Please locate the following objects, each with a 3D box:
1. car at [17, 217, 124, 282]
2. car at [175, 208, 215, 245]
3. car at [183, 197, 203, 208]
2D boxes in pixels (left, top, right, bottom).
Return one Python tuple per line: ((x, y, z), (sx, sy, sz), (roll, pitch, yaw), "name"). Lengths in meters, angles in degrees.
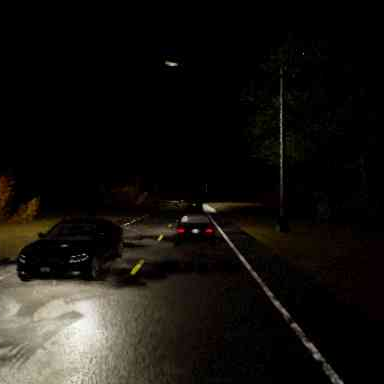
((-3.464, 1.592, 10.376), (1.882, 1.535, 5.008), (0, -1, 0), "car")
((0.156, 1.728, 16.619), (2.033, 1.411, 5.357), (0, -1, 0), "car")
((0.284, 1.673, 43.356), (2.150, 2.045, 5.566), (0, 0, 0), "car")
